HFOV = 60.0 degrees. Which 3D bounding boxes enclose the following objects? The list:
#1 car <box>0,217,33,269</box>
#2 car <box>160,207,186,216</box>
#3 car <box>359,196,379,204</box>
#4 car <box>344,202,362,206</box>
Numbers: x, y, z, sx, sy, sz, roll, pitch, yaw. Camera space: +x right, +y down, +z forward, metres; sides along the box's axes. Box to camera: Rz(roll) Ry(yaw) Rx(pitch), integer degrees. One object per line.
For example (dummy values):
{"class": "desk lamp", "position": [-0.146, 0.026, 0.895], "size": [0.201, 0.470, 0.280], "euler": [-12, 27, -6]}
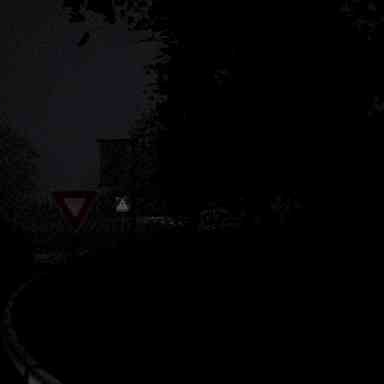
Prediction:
{"class": "car", "position": [-7.080, 1.786, 10.787], "size": [2.150, 2.045, 5.566], "euler": [-1, -3, -8]}
{"class": "car", "position": [-2.389, 2.895, 51.452], "size": [5.357, 1.411, 2.033], "euler": [-2, 1, -43]}
{"class": "car", "position": [33.958, 1.517, 63.766], "size": [4.181, 1.385, 1.994], "euler": [-2, 1, -43]}
{"class": "car", "position": [26.933, 1.857, 57.220], "size": [5.357, 1.411, 2.033], "euler": [-2, 1, -42]}
